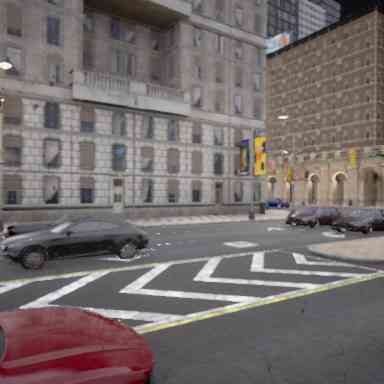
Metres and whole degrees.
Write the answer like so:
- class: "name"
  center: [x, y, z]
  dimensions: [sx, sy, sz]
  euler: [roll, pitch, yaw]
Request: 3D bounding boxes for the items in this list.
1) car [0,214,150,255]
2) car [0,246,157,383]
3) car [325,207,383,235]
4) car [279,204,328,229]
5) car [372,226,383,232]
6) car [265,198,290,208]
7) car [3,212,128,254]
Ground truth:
- class: "car"
  center: [-3.686, 1.540, 11.072]
  dimensions: [4.674, 1.442, 1.812]
  euler: [1, 0, -32]
- class: "car"
  center: [-2.616, 1.466, 2.085]
  dimensions: [5.008, 1.535, 1.882]
  euler: [1, 0, -32]
- class: "car"
  center: [10.777, 1.762, 20.149]
  dimensions: [5.357, 1.411, 2.033]
  euler: [1, 0, -32]
- class: "car"
  center: [8.901, 1.738, 23.104]
  dimensions: [5.357, 1.411, 2.033]
  euler: [1, 0, -32]
- class: "car"
  center: [6.603, 1.581, 7.906]
  dimensions: [4.892, 1.490, 1.837]
  euler: [0, 0, -32]
- class: "car"
  center: [13.238, 1.765, 52.565]
  dimensions: [1.882, 1.535, 5.008]
  euler: [1, 0, -33]
- class: "car"
  center: [-5.310, 1.616, 14.193]
  dimensions: [4.718, 1.301, 1.895]
  euler: [1, 0, -32]
